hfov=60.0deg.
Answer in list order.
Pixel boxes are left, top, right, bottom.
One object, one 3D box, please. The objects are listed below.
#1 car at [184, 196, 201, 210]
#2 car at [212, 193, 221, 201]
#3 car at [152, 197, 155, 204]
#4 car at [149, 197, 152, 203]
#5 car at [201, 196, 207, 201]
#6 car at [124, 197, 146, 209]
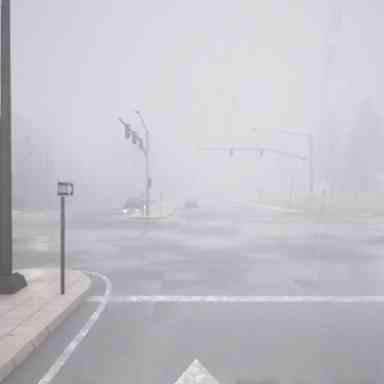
[{"bbox_3d":[-0.094,1.607,44.719,1.812,1.442,4.674,0,0,-1],"label":"car"},{"bbox_3d":[6.306,1.381,85.827,2.150,2.045,5.566,0,0,-1],"label":"car"},{"bbox_3d":[-8.431,1.720,65.652,1.895,1.301,4.718,0,0,0],"label":"car"},{"bbox_3d":[-8.340,1.606,55.708,1.837,1.490,4.892,0,0,-1],"label":"car"},{"bbox_3d":[2.806,1.680,85.821,1.812,1.442,4.674,0,0,-1],"label":"car"},{"bbox_3d":[-8.220,1.436,46.674,2.097,1.767,4.553,0,0,-1],"label":"car"}]
